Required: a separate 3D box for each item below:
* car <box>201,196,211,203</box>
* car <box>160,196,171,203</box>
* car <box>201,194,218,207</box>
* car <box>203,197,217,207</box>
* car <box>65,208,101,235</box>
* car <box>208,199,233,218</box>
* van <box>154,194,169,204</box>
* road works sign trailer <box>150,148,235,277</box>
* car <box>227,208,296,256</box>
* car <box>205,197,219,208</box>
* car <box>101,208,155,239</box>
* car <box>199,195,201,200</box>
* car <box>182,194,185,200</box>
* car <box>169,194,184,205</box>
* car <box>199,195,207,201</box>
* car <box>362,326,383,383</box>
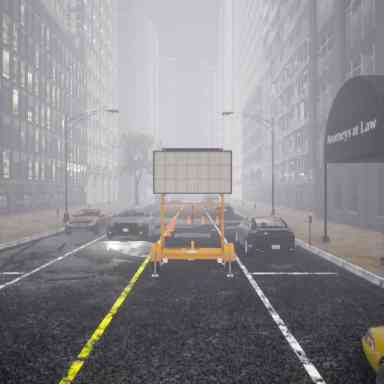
[{"bbox_3d":[2.836,1.505,69.917,1.887,1.381,4.507,0,0,0],"label":"car"},{"bbox_3d":[-5.544,1.511,69.938,2.008,1.369,4.403,0,0,0],"label":"car"},{"bbox_3d":[2.785,1.297,47.124,2.192,1.841,5.009,0,0,0],"label":"car"},{"bbox_3d":[2.799,1.522,52.822,1.887,1.381,4.507,0,0,0],"label":"car"},{"bbox_3d":[-5.656,1.578,18.658,1.802,1.307,4.206,0,0,0],"label":"car"},{"bbox_3d":[2.749,1.558,30.030,1.947,1.339,4.313,0,0,0],"label":"car"},{"bbox_3d":[-5.571,1.313,58.544,1.690,1.788,3.998,0,0,0],"label":"van"},{"bbox_3d":[0.019,0.462,10.228,2.380,3.560,2.880,0,0,0],"label":"road works sign trailer"},{"bbox_3d":[2.712,1.548,12.935,2.008,1.369,4.403,0,0,0],"label":"car"},{"bbox_3d":[2.762,1.534,35.728,1.887,1.381,4.507,0,0,0],"label":"car"},{"bbox_3d":[-3.065,1.560,17.306,1.994,1.385,4.181,0,0,0],"label":"car"},{"bbox_3d":[2.810,1.287,58.521,2.192,1.841,5.009,0,0,0],"label":"car"},{"bbox_3d":[-2.807,1.440,89.634,1.837,1.490,4.892,0,0,0],"label":"car"},{"bbox_3d":[-2.950,1.536,59.126,1.994,1.385,4.181,0,0,0],"label":"car"},{"bbox_3d":[2.874,1.463,87.183,1.752,1.417,4.829,0,0,0],"label":"car"},{"bbox_3d":[2.687,1.525,1.711,1.752,1.417,4.829,0,0,0],"label":"car"}]
